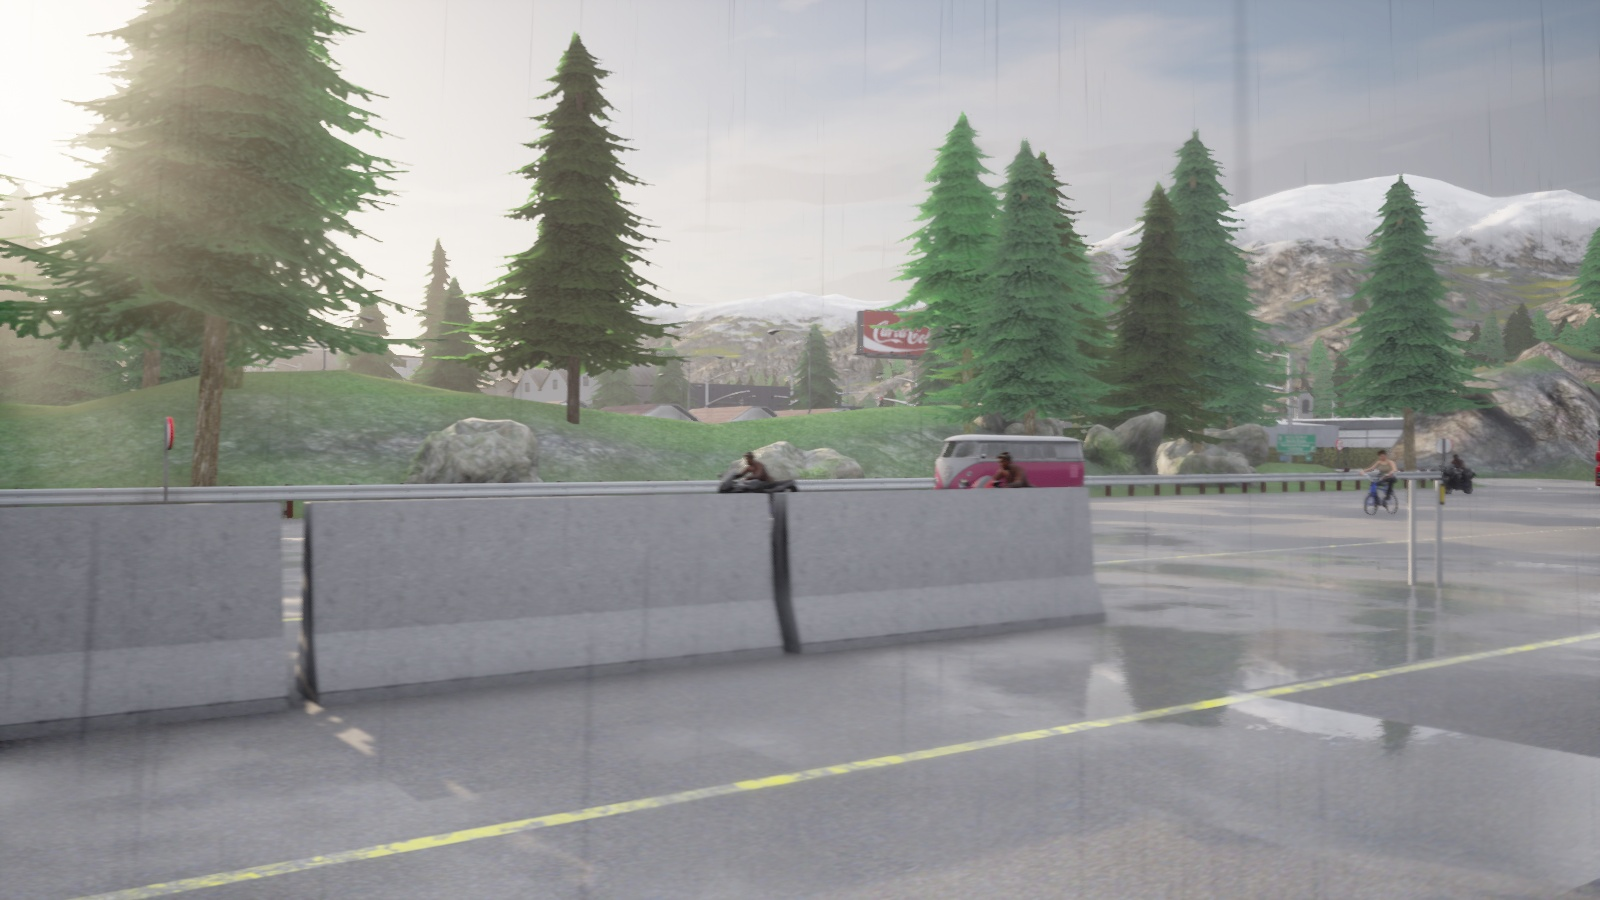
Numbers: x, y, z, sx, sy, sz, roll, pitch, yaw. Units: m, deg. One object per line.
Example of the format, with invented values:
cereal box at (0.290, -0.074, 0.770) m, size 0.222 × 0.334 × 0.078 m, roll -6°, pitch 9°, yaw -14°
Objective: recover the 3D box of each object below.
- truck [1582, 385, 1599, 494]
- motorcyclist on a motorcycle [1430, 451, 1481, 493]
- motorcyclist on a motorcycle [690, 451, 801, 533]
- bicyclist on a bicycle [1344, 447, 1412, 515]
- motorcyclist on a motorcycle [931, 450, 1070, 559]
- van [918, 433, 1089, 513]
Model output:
truck at (32.251, -0.369, 44.738) m, size 8.468 × 3.827 × 2.891 m, roll 0°, pitch 0°, yaw -21°
motorcyclist on a motorcycle at (23.971, 0.797, 45.928) m, size 2.044 × 1.523 × 0.797 m, roll 0°, pitch 0°, yaw -35°
motorcyclist on a motorcycle at (-1.038, 0.791, 24.283) m, size 2.044 × 1.523 × 0.797 m, roll 0°, pitch 0°, yaw -36°
bicyclist on a bicycle at (14.101, 0.732, 30.624) m, size 1.509 × 1.612 × 0.866 m, roll 0°, pitch 0°, yaw -36°
motorcyclist on a motorcycle at (2.977, 0.768, 18.549) m, size 2.044 × 1.523 × 0.797 m, roll 0°, pitch 0°, yaw -36°
van at (5.389, 0.571, 33.009) m, size 4.442 × 1.987 × 1.775 m, roll 0°, pitch 0°, yaw -35°
